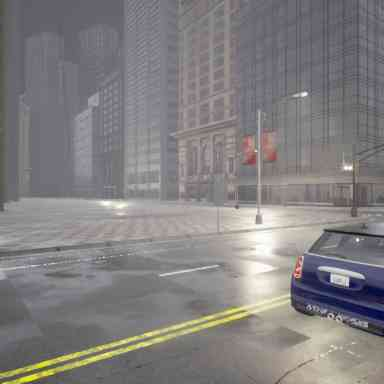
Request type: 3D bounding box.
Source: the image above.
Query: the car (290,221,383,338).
[{"bbox_3d":[3.965,1.352,6.286,4.553,1.767,2.097,0,0,-36],"label":"car"}]
